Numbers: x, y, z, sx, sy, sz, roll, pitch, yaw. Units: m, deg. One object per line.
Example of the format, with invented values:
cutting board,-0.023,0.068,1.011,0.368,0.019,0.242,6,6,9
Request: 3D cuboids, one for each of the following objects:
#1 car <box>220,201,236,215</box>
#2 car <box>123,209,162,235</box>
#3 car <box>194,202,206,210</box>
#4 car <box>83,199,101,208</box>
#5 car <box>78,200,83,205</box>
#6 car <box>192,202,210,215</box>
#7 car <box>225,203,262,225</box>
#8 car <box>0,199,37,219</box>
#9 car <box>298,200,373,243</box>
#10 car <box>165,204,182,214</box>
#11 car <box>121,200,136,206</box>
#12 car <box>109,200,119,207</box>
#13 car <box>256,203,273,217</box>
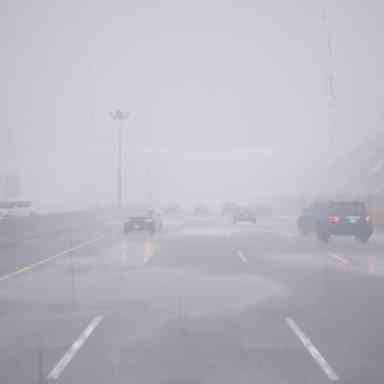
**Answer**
car,4.596,1.904,41.062,2.097,1.767,4.553,0,-1,1
car,-3.017,1.806,20.851,1.812,1.442,4.674,0,-1,2
car,1.330,2.374,57.665,1.895,1.301,4.718,0,-1,0
car,-19.687,2.405,67.064,2.128,1.511,4.902,0,-1,1
car,-23.142,2.317,71.820,1.812,1.442,4.674,0,-1,1
car,1.089,2.073,40.769,1.812,1.442,4.674,0,-1,1
car,4.221,1.926,28.045,2.033,1.411,5.357,0,-1,2
car,-13.605,1.547,24.455,2.150,2.045,5.566,0,-1,2
car,7.378,1.460,17.719,2.150,2.045,5.566,0,-1,2
car,-2.365,2.173,42.739,1.895,1.301,4.718,0,-1,1
car,-12.670,2.309,68.811,1.812,1.442,4.674,0,-1,1
car,-16.153,2.408,70.570,2.033,1.411,5.357,0,-1,1
car,8.041,2.026,38.525,1.837,1.490,4.892,0,0,1
